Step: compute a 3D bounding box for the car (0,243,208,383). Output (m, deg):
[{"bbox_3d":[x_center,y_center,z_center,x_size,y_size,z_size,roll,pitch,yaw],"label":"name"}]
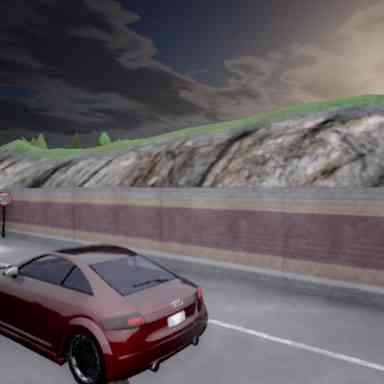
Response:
[{"bbox_3d":[-1.825,1.553,5.351,4.181,1.385,1.994,0,0,36],"label":"car"}]
